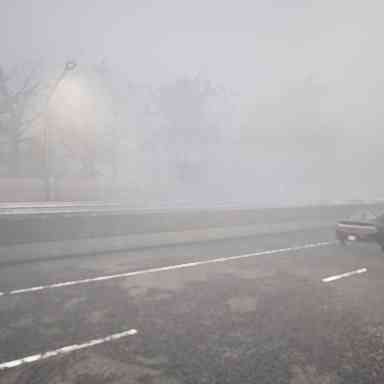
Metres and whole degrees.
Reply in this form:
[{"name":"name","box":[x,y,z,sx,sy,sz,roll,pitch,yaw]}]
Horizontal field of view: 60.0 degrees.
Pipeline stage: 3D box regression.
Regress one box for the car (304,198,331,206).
[{"name":"car","box":[15.817,1.504,41.056,4.674,1.442,1.812,0,0,-35]}]

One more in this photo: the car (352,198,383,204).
[{"name":"car","box":[19.348,1.455,34.981,5.008,1.535,1.882,0,0,-35]}]

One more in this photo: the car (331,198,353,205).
[{"name":"car","box":[18.849,1.484,38.917,4.892,1.490,1.837,0,0,-35]}]

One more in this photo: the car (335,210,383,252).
[{"name":"car","box":[7.861,1.475,13.653,4.902,1.511,2.128,0,0,-35]}]
